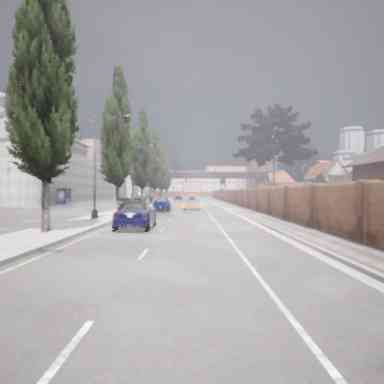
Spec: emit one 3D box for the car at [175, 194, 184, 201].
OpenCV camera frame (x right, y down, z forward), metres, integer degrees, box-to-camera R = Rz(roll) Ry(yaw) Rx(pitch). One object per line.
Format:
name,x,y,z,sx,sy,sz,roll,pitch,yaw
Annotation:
car,-3.475,1.461,86.261,2.128,1.511,4.902,0,0,0

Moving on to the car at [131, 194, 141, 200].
car,-14.974,1.395,89.142,1.812,1.442,4.674,0,0,0

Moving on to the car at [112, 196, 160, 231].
car,-3.393,1.339,20.357,2.097,1.767,4.553,0,0,0

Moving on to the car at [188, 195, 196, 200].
car,0.025,1.535,86.577,1.895,1.301,4.718,0,0,0

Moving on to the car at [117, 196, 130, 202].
car,-14.979,1.549,72.863,1.895,1.301,4.718,0,0,0

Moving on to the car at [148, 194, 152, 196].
car,-11.474,1.396,89.141,2.128,1.511,4.902,0,0,0

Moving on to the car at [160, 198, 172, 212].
car,-3.388,1.453,38.271,1.882,1.535,5.008,0,0,0

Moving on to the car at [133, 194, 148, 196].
car,-11.479,1.494,72.891,2.033,1.411,5.357,0,0,0

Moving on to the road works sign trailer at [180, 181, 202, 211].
road works sign trailer,0.012,0.439,40.447,2.380,3.560,2.880,0,0,0
